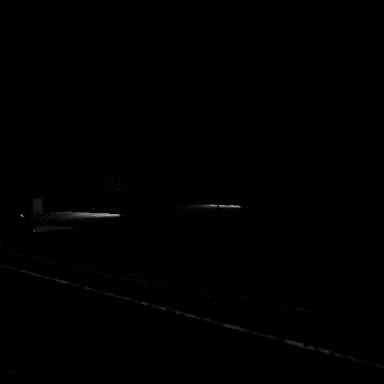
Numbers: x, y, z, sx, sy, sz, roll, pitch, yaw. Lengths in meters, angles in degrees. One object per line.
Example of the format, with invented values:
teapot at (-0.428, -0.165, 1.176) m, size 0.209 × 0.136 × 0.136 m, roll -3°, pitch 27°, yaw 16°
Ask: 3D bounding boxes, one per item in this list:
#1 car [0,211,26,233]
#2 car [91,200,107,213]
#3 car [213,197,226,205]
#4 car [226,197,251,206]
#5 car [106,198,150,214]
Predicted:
car at (-11.306, 1.357, 17.702) m, size 2.097 × 1.767 × 4.553 m, roll 0°, pitch 0°, yaw 39°
car at (-9.028, 1.507, 37.513) m, size 1.837 × 1.490 × 4.892 m, roll 0°, pitch 0°, yaw 38°
car at (5.302, 1.463, 56.164) m, size 1.994 × 1.385 × 4.181 m, roll 0°, pitch 0°, yaw 36°
car at (7.774, 1.466, 53.623) m, size 1.994 × 1.385 × 4.181 m, roll 0°, pitch 0°, yaw 36°
car at (-6.471, 1.565, 35.107) m, size 1.994 × 1.385 × 4.181 m, roll 0°, pitch 0°, yaw 38°
